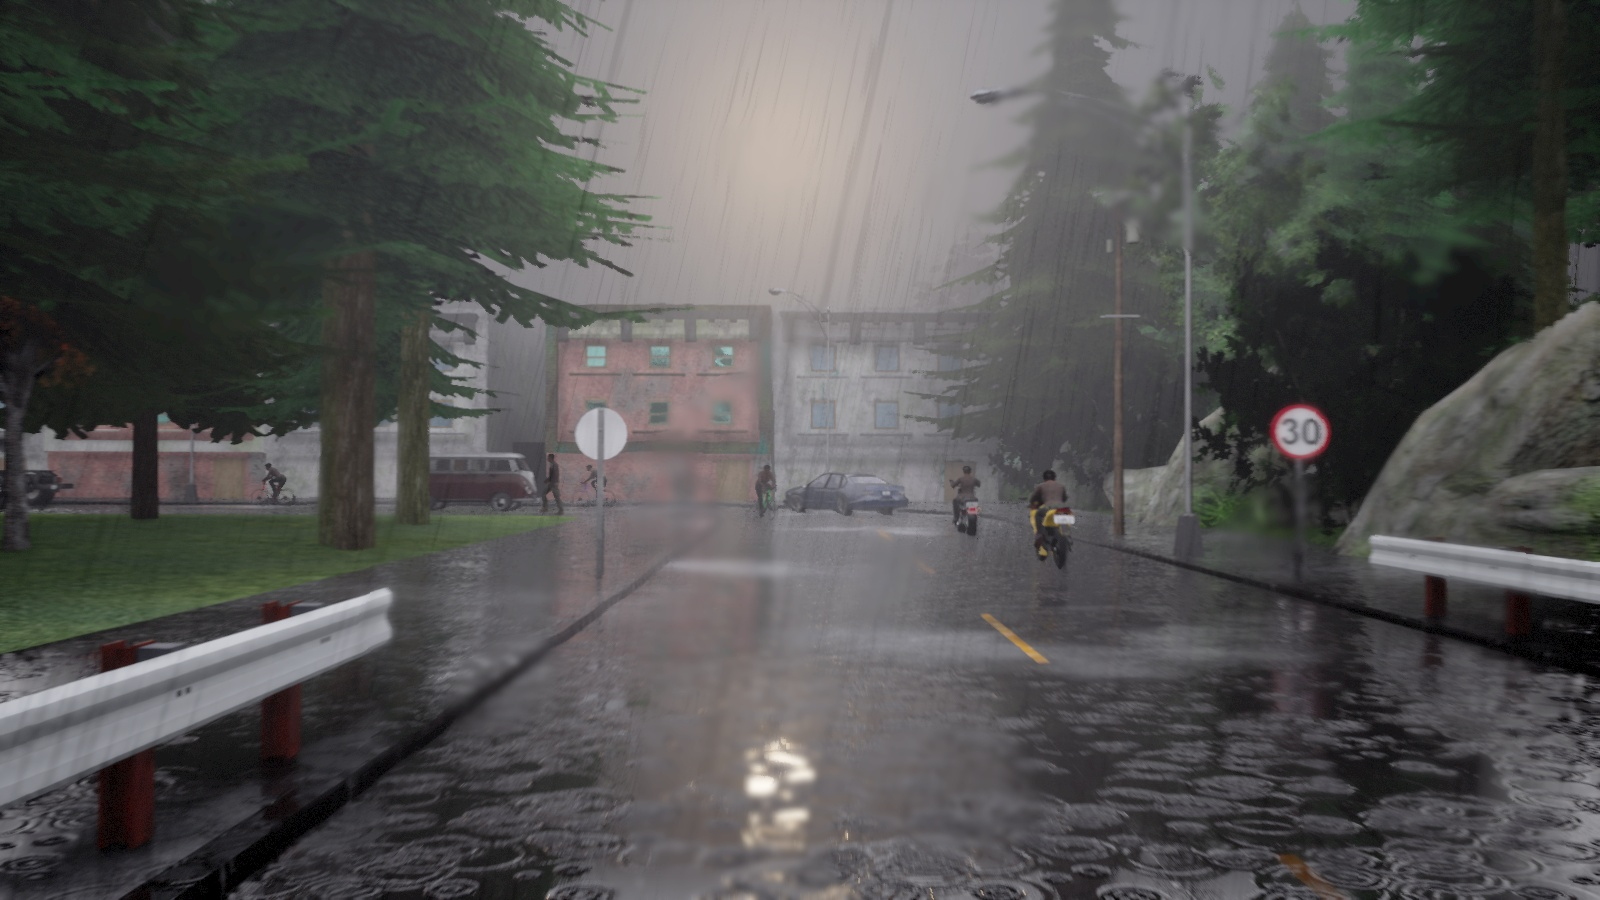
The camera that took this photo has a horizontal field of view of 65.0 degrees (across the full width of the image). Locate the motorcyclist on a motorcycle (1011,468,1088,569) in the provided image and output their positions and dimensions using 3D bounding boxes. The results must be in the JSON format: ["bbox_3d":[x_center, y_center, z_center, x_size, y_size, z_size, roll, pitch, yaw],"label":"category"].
[{"bbox_3d":[3.952,1.046,20.050,0.797,1.523,2.044,0,-1,0],"label":"motorcyclist on a motorcycle"}]

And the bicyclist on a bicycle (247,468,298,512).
[{"bbox_3d":[-19.619,1.471,46.754,1.656,1.620,0.582,-1,-1,0],"label":"bicyclist on a bicycle"}]

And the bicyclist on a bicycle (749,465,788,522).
[{"bbox_3d":[-0.947,1.268,37.174,0.582,1.620,1.656,-2,0,-21],"label":"bicyclist on a bicycle"}]

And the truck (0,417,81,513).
[{"bbox_3d":[-31.618,0.585,46.811,7.936,3.462,2.891,0,-1,0],"label":"truck"}]

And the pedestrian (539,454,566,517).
[{"bbox_3d":[-7.375,1.053,37.401,0.703,1.840,0.431,0,-1,7],"label":"pedestrian"}]

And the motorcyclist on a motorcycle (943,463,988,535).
[{"bbox_3d":[3.929,1.148,29.974,0.766,1.649,2.350,0,-1,0],"label":"motorcyclist on a motorcycle"}]

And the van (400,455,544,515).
[{"bbox_3d":[-11.100,1.183,42.731,4.442,1.987,1.775,0,-1,0],"label":"van"}]

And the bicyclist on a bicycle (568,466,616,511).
[{"bbox_3d":[-7.686,1.420,46.504,1.656,1.620,0.582,-1,0,6],"label":"bicyclist on a bicycle"}]

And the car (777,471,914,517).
[{"bbox_3d":[1.426,1.419,41.999,2.033,1.411,5.357,0,-1,-30],"label":"car"}]
